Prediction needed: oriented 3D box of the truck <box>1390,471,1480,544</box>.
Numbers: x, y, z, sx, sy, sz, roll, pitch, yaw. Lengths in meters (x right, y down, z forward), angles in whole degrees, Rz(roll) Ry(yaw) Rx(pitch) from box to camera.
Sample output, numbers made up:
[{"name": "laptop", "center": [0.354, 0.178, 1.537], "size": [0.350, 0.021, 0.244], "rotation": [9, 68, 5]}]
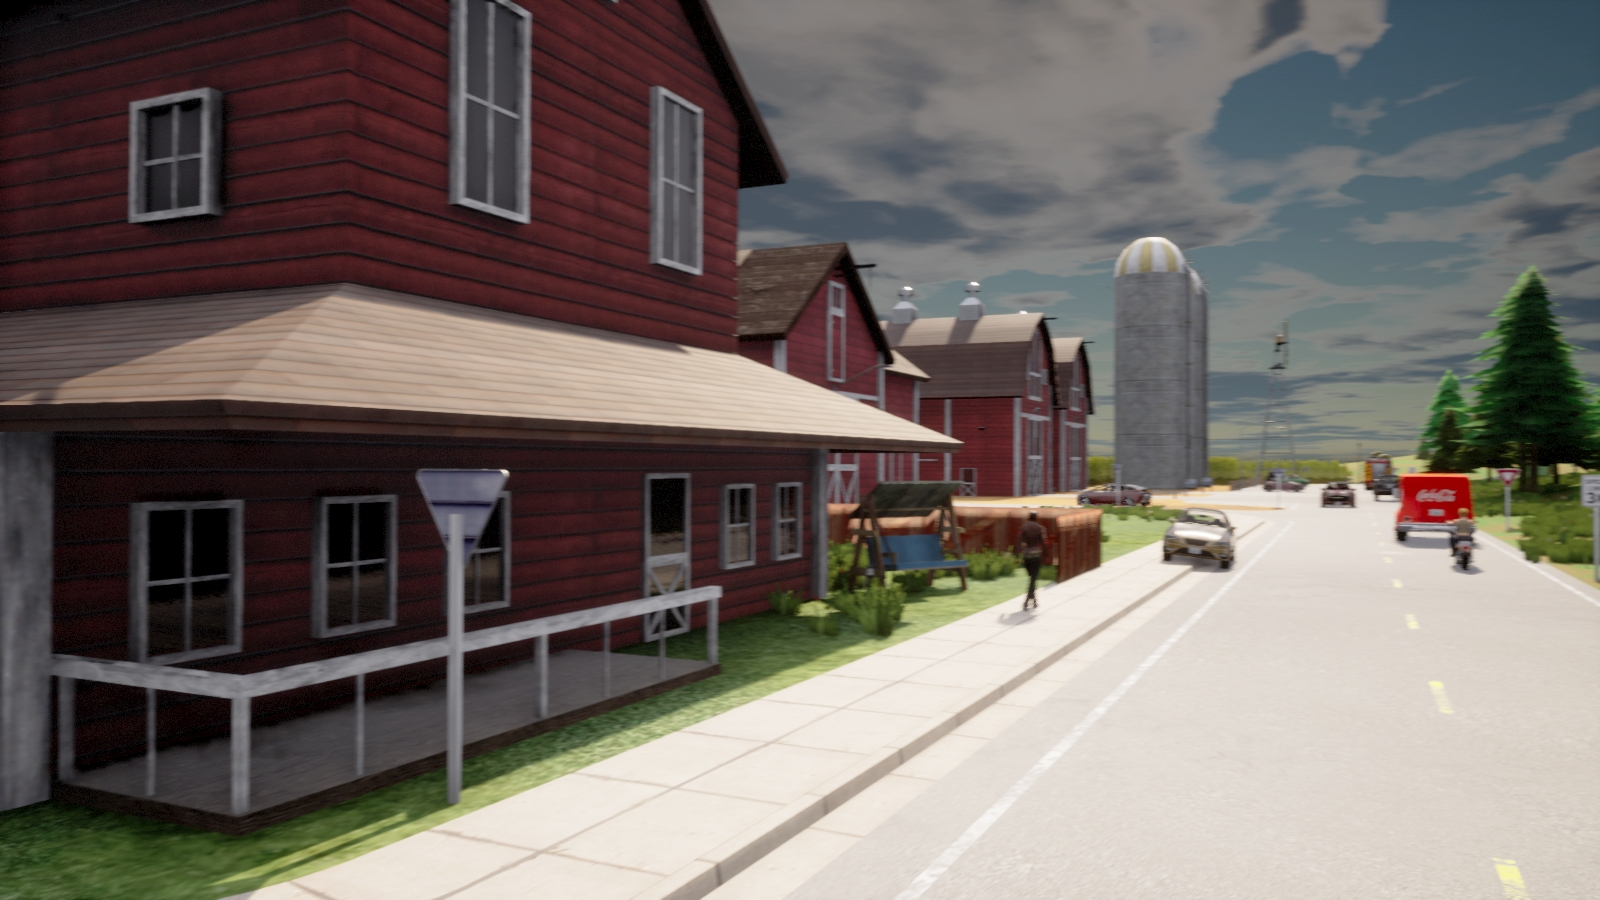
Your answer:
[{"name": "truck", "center": [23.673, 2.053, 42.797], "size": [2.627, 2.467, 5.204], "rotation": [0, 0, 26]}]

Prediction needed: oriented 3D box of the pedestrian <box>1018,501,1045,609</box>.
[{"name": "pedestrian", "center": [4.062, 1.828, 20.018], "size": [0.375, 1.860, 0.375], "rotation": [0, -1, 28]}]

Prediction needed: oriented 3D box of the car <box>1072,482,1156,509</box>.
[{"name": "car", "center": [19.127, 2.740, 69.635], "size": [4.514, 1.525, 2.007], "rotation": [-1, -1, 42]}]
